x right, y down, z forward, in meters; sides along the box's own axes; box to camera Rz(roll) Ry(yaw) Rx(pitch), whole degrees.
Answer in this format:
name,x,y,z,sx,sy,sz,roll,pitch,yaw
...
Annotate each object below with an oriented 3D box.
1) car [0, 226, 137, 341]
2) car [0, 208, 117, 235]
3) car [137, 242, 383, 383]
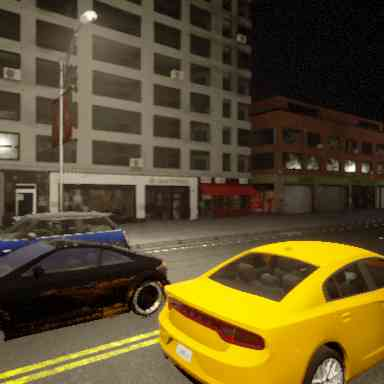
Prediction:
name,x,y,z,sx,sy,sz,roll,pitch,yaw
car,-2.461,1.563,5.922,4.181,1.385,1.994,0,0,-35
car,-3.966,1.350,8.841,4.553,1.767,2.097,0,0,-35
car,1.932,1.475,4.817,5.008,1.535,1.882,0,0,-36
